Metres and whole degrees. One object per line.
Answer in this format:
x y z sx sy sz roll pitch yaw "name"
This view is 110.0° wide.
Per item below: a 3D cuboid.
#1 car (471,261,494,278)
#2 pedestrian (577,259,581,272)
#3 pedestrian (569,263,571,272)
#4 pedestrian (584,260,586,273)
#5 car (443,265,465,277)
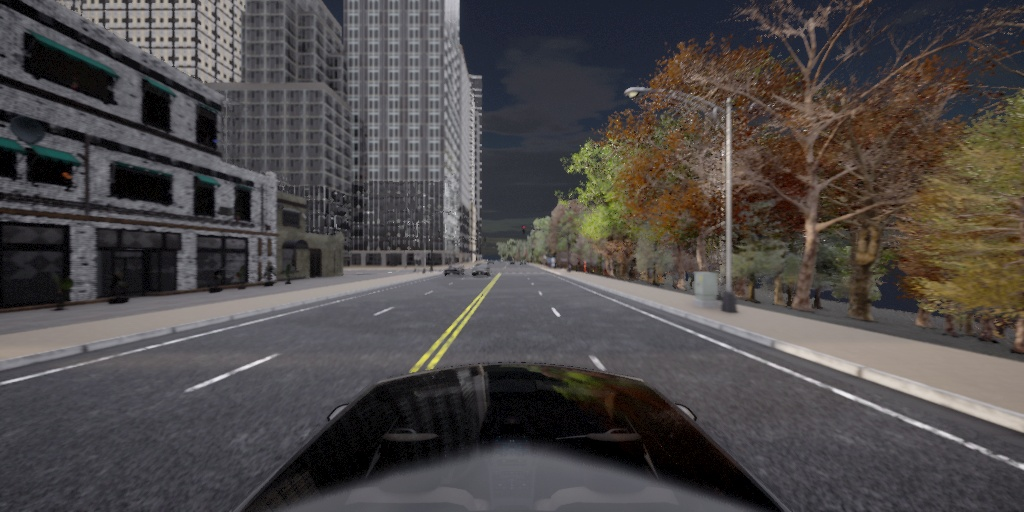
-3.309 1.542 39.239 1.837 1.490 4.892 0 -1 0 "car"
9.028 1.240 48.519 0.375 1.860 0.375 0 0 0 "pedestrian"
8.028 1.529 49.720 0.375 1.300 0.375 0 0 0 "pedestrian"
10.028 1.399 49.119 0.375 1.860 0.375 0 0 0 "pedestrian"
-6.551 1.648 40.963 1.895 1.301 4.718 0 0 0 "car"
